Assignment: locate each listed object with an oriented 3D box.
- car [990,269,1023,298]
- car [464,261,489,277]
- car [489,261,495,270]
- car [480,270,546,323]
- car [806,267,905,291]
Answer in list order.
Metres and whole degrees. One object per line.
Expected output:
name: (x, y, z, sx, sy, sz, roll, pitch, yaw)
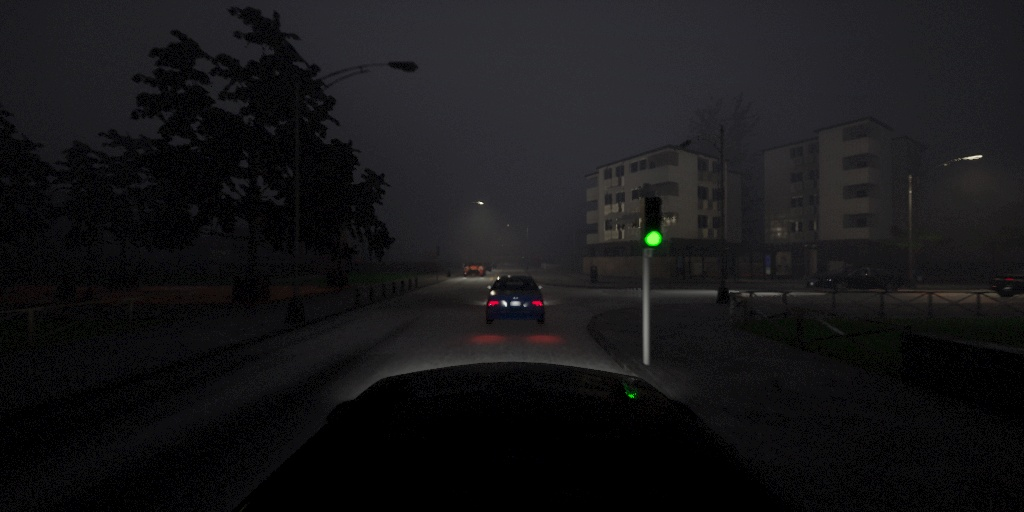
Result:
car: (26.313, 1.355, 17.267, 4.902, 1.511, 2.128, 0, 0, 0)
car: (-4.077, 1.384, 39.912, 2.097, 1.767, 4.553, 0, 0, 0)
car: (-4.047, 1.682, 53.824, 2.033, 1.411, 5.357, 0, 0, 0)
car: (0.100, 1.376, 12.394, 2.033, 1.411, 5.357, 0, 0, 0)
car: (20.402, 1.384, 21.463, 4.902, 1.511, 2.128, 0, 0, 0)
